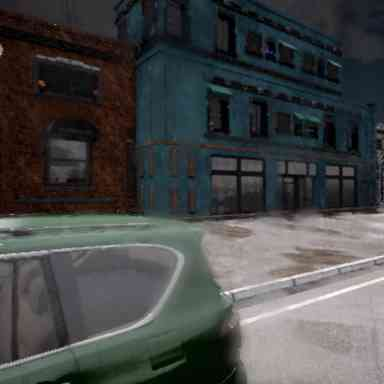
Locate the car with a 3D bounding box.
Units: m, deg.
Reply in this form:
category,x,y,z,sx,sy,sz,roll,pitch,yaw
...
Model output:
category,x,y,z,sx,sy,sz,roll,pitch,yaw
car,-2.163,1.220,1.836,5.566,2.045,2.150,0,0,-36
